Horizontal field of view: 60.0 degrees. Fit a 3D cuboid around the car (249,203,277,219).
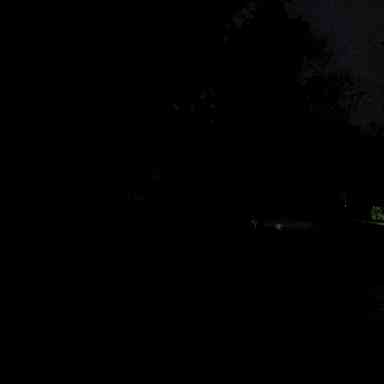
[{"bbox_3d":[3.559,0.876,22.663,1.882,1.535,5.008,2,2,-34],"label":"car"}]
